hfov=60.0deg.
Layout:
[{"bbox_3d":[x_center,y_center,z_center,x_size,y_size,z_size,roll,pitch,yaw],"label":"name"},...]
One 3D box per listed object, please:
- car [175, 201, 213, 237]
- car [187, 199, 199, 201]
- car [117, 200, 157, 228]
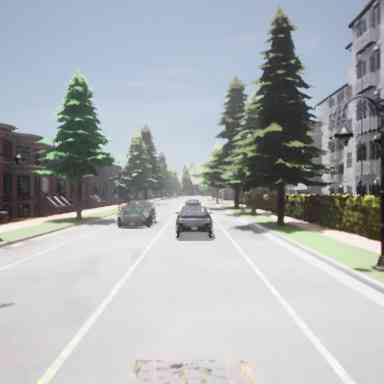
[{"bbox_3d":[0.107,1.493,18.028,2.128,1.511,4.902,0,0,0],"label":"car"},{"bbox_3d":[0.106,1.530,37.692,1.812,1.442,4.674,0,0,0],"label":"car"},{"bbox_3d":[-3.590,1.354,22.292,2.097,1.767,4.553,0,0,0],"label":"car"}]
